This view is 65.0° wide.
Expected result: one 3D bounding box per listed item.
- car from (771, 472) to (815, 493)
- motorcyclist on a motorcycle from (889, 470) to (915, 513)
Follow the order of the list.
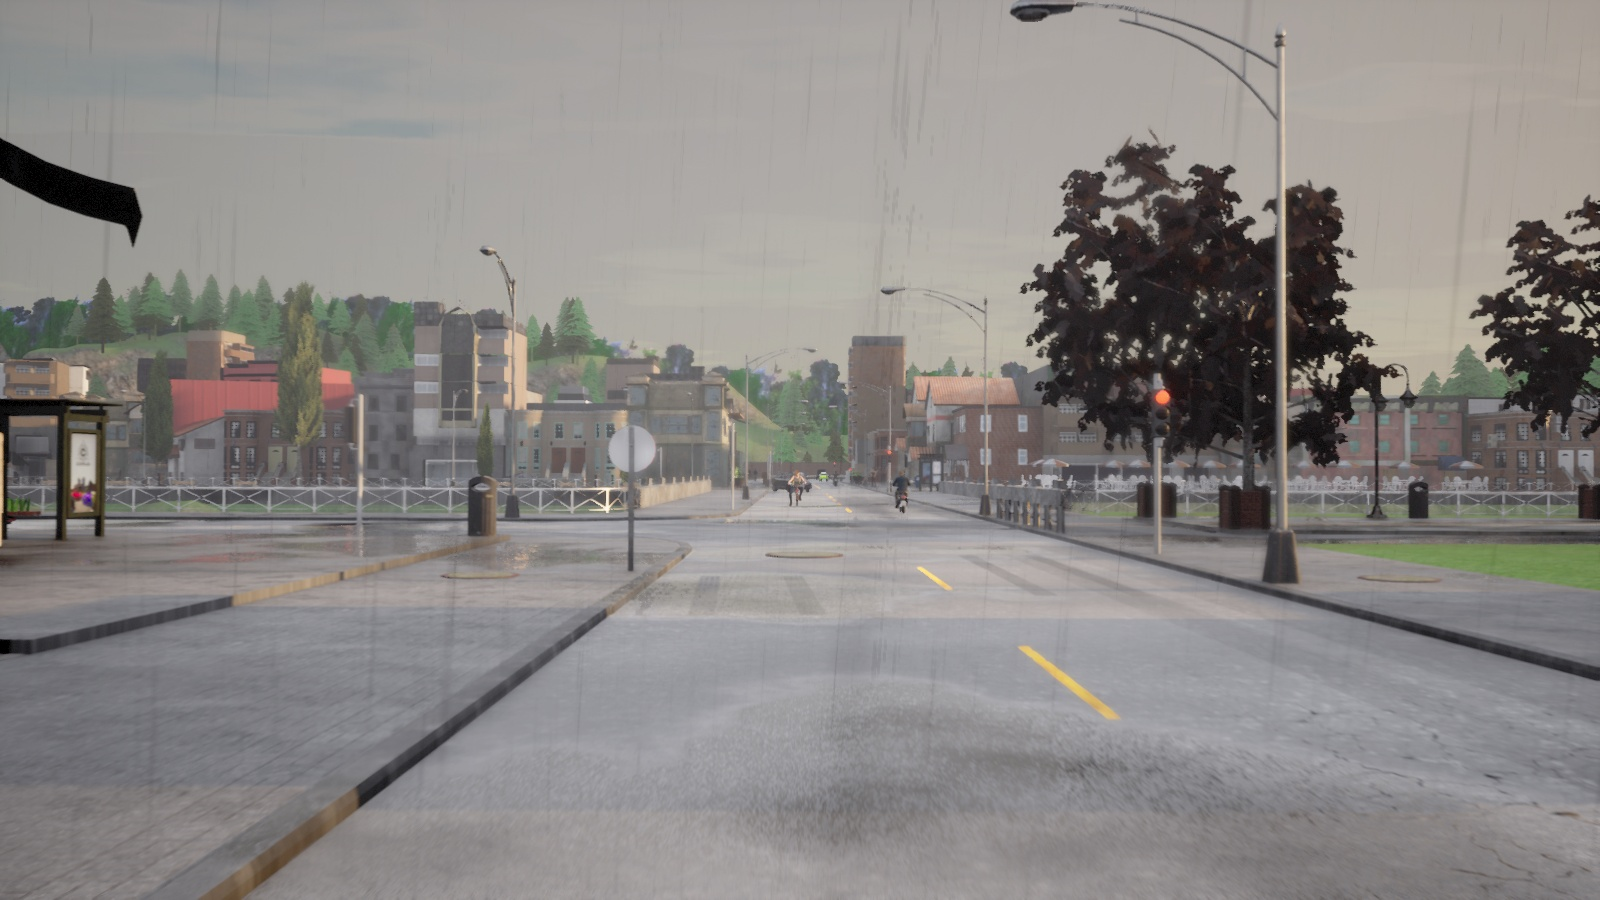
[{"bbox_3d":[-0.545,2.378,92.450,1.816,1.474,4.193,0,-1,-21],"label":"car"},{"bbox_3d":[3.857,1.549,47.590,0.866,1.590,1.817,0,-1,1],"label":"motorcyclist on a motorcycle"}]
